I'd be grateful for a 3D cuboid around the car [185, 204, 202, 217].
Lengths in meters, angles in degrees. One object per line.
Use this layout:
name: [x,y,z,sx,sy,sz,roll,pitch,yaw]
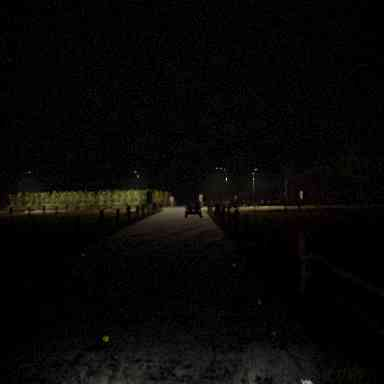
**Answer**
car: [0.143,2.004,36.865,2.033,1.411,5.357,0,-1,0]
